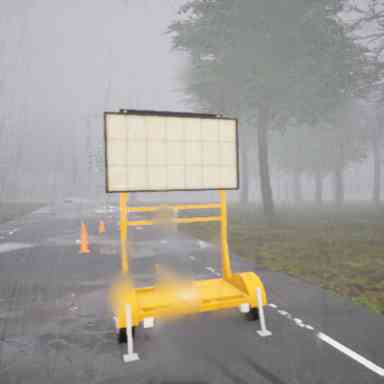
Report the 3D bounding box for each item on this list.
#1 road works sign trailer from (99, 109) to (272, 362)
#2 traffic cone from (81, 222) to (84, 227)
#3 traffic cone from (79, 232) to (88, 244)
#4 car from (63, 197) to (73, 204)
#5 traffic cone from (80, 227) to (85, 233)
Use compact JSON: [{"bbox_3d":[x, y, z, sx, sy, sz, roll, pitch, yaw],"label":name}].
[{"bbox_3d":[-0.337,0.385,5.986,2.380,3.560,2.880,-2,1,-19],"label":"road works sign trailer"},{"bbox_3d":[-5.223,1.882,15.955,0.340,0.580,0.340,-2,1,-19],"label":"traffic cone"},{"bbox_3d":[-3.946,1.891,12.165,0.340,0.580,0.340,-2,1,-19],"label":"traffic cone"},{"bbox_3d":[-26.942,1.851,72.385,1.994,1.385,4.181,-2,0,-20],"label":"car"},{"bbox_3d":[-4.585,1.887,14.060,0.340,0.580,0.340,-2,1,-19],"label":"traffic cone"}]
